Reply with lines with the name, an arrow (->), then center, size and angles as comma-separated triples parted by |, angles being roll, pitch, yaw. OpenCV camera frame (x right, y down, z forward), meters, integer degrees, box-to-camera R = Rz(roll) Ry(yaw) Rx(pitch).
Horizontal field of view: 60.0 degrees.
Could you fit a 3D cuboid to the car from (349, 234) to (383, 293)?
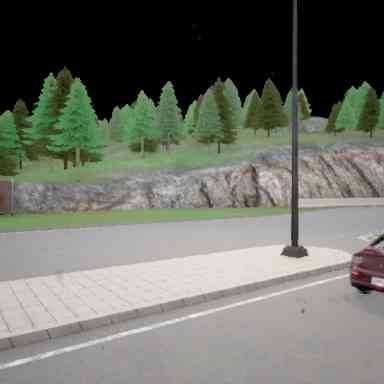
car -> 5.414, 1.536, 7.605 | 4.674, 1.442, 1.812 | 0, 0, -35
